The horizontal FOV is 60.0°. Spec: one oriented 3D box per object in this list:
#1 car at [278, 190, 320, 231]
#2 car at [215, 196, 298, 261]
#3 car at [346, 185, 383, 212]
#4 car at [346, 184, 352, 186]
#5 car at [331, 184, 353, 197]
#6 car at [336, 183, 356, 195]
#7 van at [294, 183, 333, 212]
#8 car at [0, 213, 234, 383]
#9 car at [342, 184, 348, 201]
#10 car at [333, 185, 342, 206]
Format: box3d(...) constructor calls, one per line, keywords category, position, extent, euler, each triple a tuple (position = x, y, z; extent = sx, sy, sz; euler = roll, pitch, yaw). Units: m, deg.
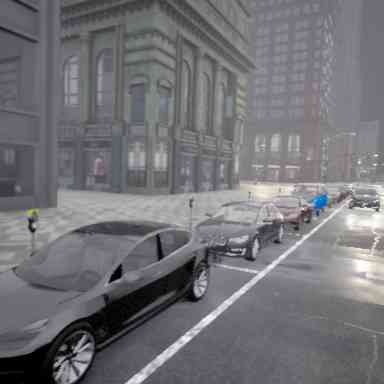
box3d(category="car", position=(4.267, 0.792, 14.782), extent=(1.802, 1.307, 4.206), euler=(4, 4, 29))
box3d(category="car", position=(1.545, 0.960, 9.849), extent=(2.008, 1.369, 4.403), euler=(4, 4, 29))
box3d(category="car", position=(12.566, 0.473, 24.093), extent=(1.837, 1.490, 4.892), euler=(4, 4, 29))
box3d(category="car", position=(15.159, -0.013, 34.506), extent=(1.947, 1.339, 4.313), euler=(4, 4, 29))
box3d(category="car", position=(17.882, -0.209, 39.438), extent=(1.947, 1.339, 4.313), euler=(4, 4, 29))
box3d(category="car", position=(20.605, -0.419, 44.368), extent=(2.008, 1.369, 4.403), euler=(4, 4, 29))
box3d(category="van", position=(6.999, 0.353, 19.699), extent=(1.690, 1.788, 3.998), euler=(4, 4, 29))
box3d(category="car", position=(-1.179, 1.176, 4.919), extent=(1.947, 1.339, 4.313), euler=(4, 4, 29))
box3d(category="car", position=(12.436, 0.199, 29.576), extent=(1.802, 1.307, 4.206), euler=(4, 4, 29))
box3d(category="car", position=(9.633, 0.345, 24.492), extent=(1.752, 1.417, 4.829), euler=(4, 4, 29))
